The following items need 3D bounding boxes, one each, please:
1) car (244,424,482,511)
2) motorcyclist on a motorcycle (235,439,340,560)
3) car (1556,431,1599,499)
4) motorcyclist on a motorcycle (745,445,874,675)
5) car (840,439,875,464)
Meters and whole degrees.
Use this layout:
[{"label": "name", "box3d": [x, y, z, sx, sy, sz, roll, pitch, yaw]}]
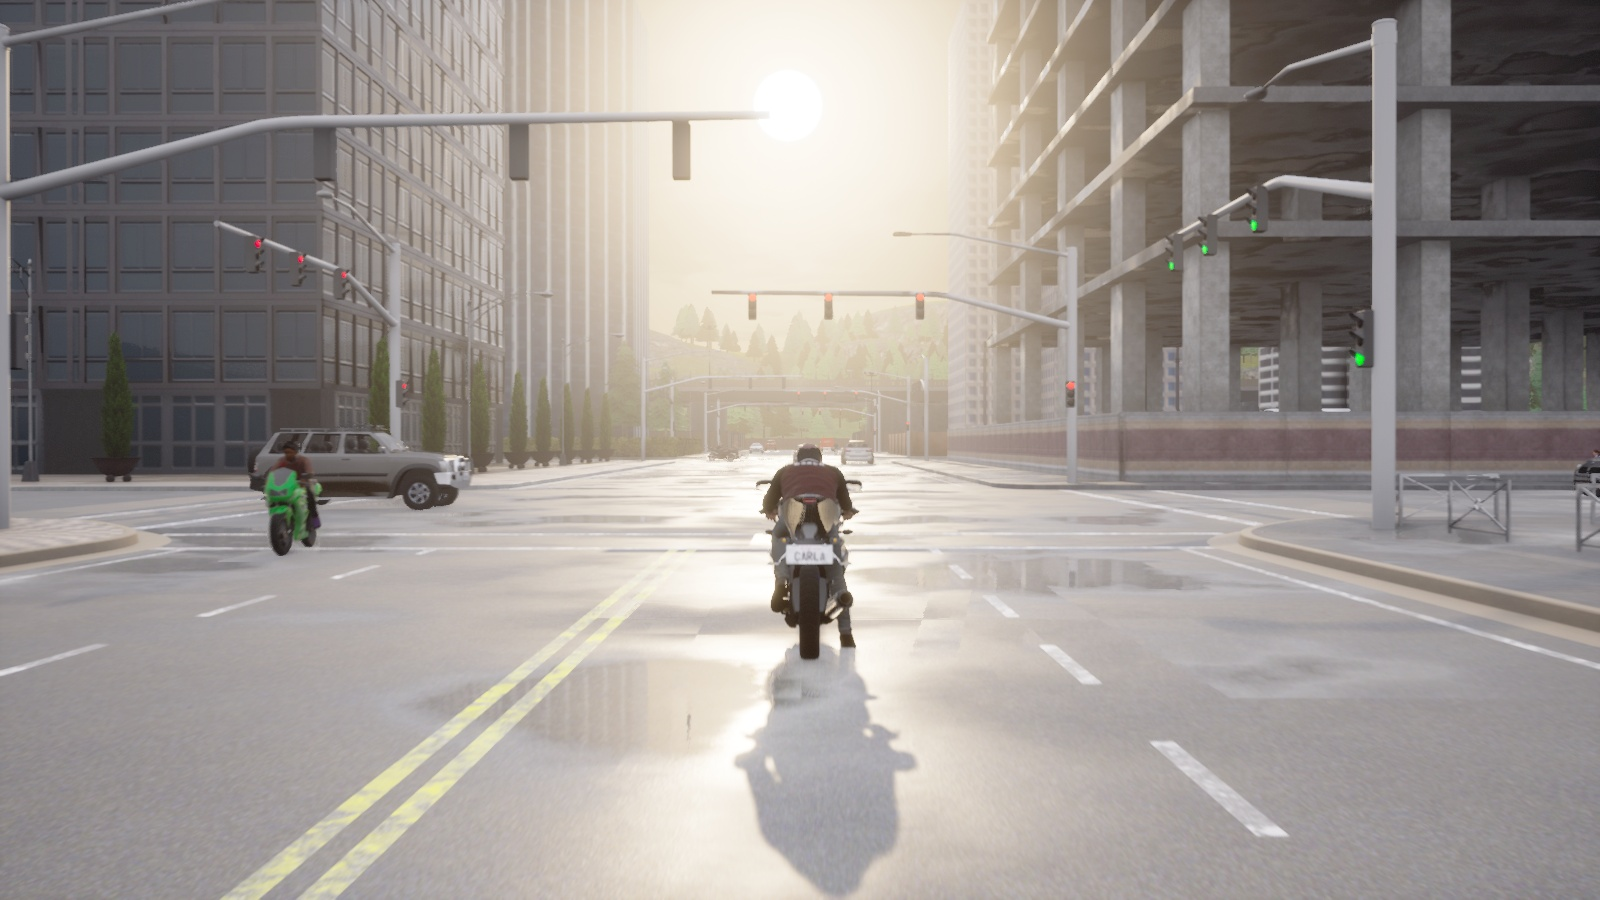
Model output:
[{"label": "car", "box3d": [-9.588, 0.366, 27.845, 4.605, 1.855, 1.932, 0, 0, -1]}, {"label": "motorcyclist on a motorcycle", "box3d": [-6.916, 0.628, 17.055, 0.797, 1.523, 2.044, -1, 0, -7]}, {"label": "car", "box3d": [21.957, 0.375, 31.504, 4.611, 1.667, 2.242, 0, 0, 0]}, {"label": "motorcyclist on a motorcycle", "box3d": [0.069, 0.728, 9.481, 0.866, 1.530, 2.191, 0, 0, 0]}, {"label": "car", "box3d": [4.019, 0.097, 88.151, 2.242, 1.667, 4.611, 0, 0, 0]}]
